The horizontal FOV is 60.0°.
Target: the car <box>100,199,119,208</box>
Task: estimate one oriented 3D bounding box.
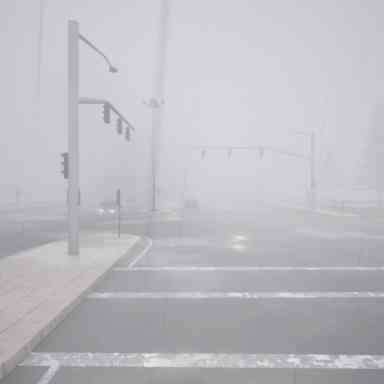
[{"bbox_3d":[-11.627,1.599,47.173,1.895,1.301,4.718,0,0,0],"label":"car"}]

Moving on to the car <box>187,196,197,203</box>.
[{"bbox_3d":[-0.059,1.561,68.915,1.994,1.385,4.181,0,0,0],"label":"car"}]

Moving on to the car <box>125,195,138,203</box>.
[{"bbox_3d":[-11.554,1.328,63.671,1.812,1.442,4.674,0,0,0],"label":"car"}]

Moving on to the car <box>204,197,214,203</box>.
[{"bbox_3d":[3.441,1.598,68.949,1.895,1.301,4.718,0,0,0],"label":"car"}]

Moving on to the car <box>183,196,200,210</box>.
[{"bbox_3d":[-0.037,1.524,43.480,1.812,1.442,4.674,0,0,0],"label":"car"}]
